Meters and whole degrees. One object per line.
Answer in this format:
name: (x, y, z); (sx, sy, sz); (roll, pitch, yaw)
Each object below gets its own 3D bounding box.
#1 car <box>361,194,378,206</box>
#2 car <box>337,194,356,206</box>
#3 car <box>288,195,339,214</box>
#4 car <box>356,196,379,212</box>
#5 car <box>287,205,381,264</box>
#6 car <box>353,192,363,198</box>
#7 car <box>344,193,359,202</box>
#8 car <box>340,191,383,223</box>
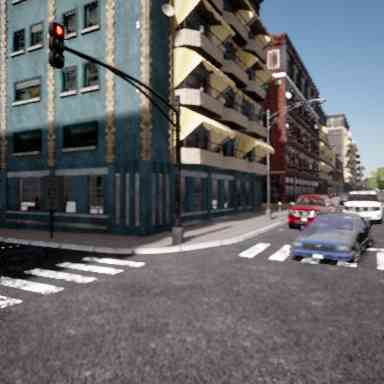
car: (23.134, 0.976, 43.330); (1.837, 1.490, 4.892); (0, 1, 29)
car: (20.607, 1.040, 44.294); (1.947, 1.339, 4.313); (1, 1, 29)
car: (7.176, 1.117, 19.889); (2.192, 1.841, 5.009); (1, 1, 29)
car: (17.709, 1.166, 33.508); (1.994, 1.385, 4.181); (0, 1, 29)
car: (5.291, 1.462, 12.100); (2.033, 1.411, 5.357); (0, 2, 35)
car: (36.726, 0.629, 73.575); (1.887, 1.381, 4.507); (1, 1, 29)
car: (25.979, 0.910, 54.054); (1.947, 1.339, 4.313); (1, 1, 29)
car: (11.634, 0.968, 22.622); (2.150, 2.045, 5.566); (0, 1, 29)
